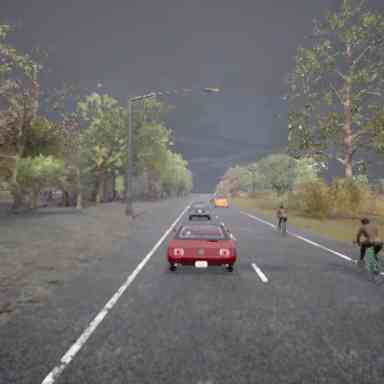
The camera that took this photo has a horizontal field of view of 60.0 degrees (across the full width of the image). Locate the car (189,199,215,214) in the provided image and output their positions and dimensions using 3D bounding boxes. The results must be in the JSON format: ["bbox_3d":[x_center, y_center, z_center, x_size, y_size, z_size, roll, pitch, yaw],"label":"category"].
[{"bbox_3d":[0.676,1.641,29.186,2.033,1.411,5.357,0,0,1],"label":"car"}]

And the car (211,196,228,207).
[{"bbox_3d":[4.703,1.551,54.221,2.097,1.767,4.553,0,0,1],"label":"car"}]

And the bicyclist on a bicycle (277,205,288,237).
[{"bbox_3d":[4.809,1.543,17.738,0.582,1.620,1.656,0,0,1],"label":"bicyclist on a bicycle"}]

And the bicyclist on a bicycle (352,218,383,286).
[{"bbox_3d":[4.623,1.514,8.738,0.582,1.620,1.656,0,0,1],"label":"bicyclist on a bicycle"}]

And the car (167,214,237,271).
[{"bbox_3d":[0.301,1.636,11.043,1.895,1.301,4.718,0,0,1],"label":"car"}]
